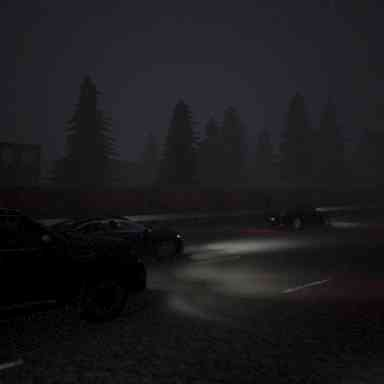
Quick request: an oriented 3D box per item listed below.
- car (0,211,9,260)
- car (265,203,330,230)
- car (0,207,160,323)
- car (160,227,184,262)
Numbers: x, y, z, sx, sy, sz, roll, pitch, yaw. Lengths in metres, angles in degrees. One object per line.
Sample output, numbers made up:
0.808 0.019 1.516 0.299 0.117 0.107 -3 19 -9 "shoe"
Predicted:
-8.716 1.478 10.428 5.008 1.535 1.882 0 0 -36 "car"
6.908 1.487 21.481 5.008 1.535 1.882 0 0 -34 "car"
-3.543 1.224 5.519 5.566 2.045 2.150 0 0 -36 "car"
-2.557 1.495 10.521 4.902 1.511 2.128 0 0 -35 "car"
